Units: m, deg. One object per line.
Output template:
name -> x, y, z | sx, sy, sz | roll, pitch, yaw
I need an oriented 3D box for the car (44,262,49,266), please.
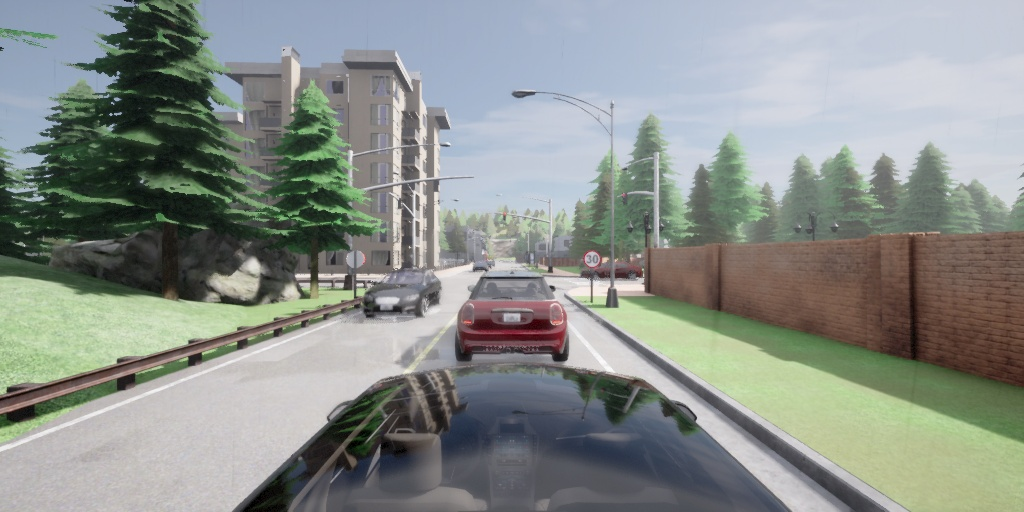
car -> -30.941, 0.987, 24.714 | 5.566, 2.045, 2.150 | 0, 0, -1

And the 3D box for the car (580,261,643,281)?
car -> 8.160, 1.214, 29.624 | 5.008, 1.535, 1.882 | 0, 0, -2

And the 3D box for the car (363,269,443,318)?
car -> -3.735, 1.241, 12.999 | 2.128, 1.511, 4.902 | 0, 0, -1

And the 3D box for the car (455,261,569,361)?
car -> 0.001, 1.102, 8.417 | 2.097, 1.767, 4.553 | 0, 0, 0

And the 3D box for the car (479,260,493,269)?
car -> -4.082, 1.351, 56.385 | 1.895, 1.301, 4.718 | 0, 0, 0

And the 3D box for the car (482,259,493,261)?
car -> -4.000, 1.297, 46.712 | 2.033, 1.411, 5.357 | 0, 0, 0
